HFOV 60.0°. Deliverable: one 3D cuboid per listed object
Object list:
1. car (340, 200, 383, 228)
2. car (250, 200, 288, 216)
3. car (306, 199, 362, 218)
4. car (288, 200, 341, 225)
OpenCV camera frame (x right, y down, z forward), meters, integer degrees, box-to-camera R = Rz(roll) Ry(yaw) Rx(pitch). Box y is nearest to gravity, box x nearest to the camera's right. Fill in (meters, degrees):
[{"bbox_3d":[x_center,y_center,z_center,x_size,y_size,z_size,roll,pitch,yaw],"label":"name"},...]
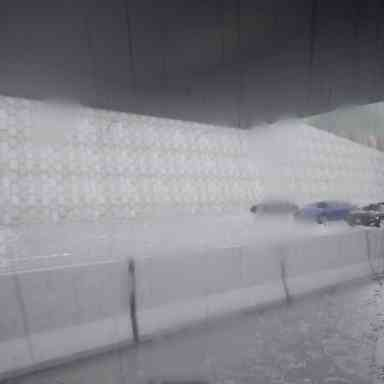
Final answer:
[{"bbox_3d":[11.526,1.379,20.349,5.008,1.535,1.882,0,0,-34],"label":"car"},{"bbox_3d":[7.518,1.425,30.330,4.718,1.301,1.895,0,0,-34],"label":"car"},{"bbox_3d":[12.753,1.392,29.661,5.357,1.411,2.033,0,0,-34],"label":"car"},{"bbox_3d":[9.212,1.354,23.007,5.008,1.535,1.882,0,0,-34],"label":"car"}]
